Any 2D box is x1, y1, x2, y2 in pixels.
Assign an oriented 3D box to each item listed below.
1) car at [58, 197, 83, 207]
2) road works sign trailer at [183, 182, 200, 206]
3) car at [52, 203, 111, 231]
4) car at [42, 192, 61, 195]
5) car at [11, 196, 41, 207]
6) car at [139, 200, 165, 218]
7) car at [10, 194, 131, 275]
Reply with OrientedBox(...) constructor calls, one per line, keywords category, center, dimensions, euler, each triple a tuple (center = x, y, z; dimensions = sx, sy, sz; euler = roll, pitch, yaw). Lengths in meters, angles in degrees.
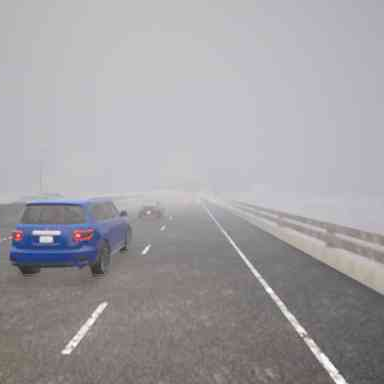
OrientedBox(category="car", center=(-17.555, 1.441, 48.242), dimensions=(1.895, 1.301, 4.718), euler=(0, 0, 0))
OrientedBox(category="road works sign trailer", center=(0.013, 0.295, 50.571), dimensions=(2.380, 3.560, 2.880), euler=(0, 0, 0))
OrientedBox(category="car", center=(-6.893, 1.482, 21.502), dimensions=(2.033, 1.411, 5.357), euler=(0, 0, 0))
OrientedBox(category="car", center=(-21.046, 1.057, 49.159), dimensions=(2.150, 2.045, 5.566), euler=(0, 0, 0))
OrientedBox(category="car", center=(-24.542, 1.340, 49.372), dimensions=(1.837, 1.490, 4.892), euler=(0, 0, 0))
OrientedBox(category="car", center=(-3.392, 1.437, 28.471), dimensions=(1.812, 1.442, 4.674), euler=(0, 0, 0))
OrientedBox(category="car", center=(-3.397, 1.191, 10.436), dimensions=(2.150, 2.045, 5.566), euler=(0, 0, 0))
